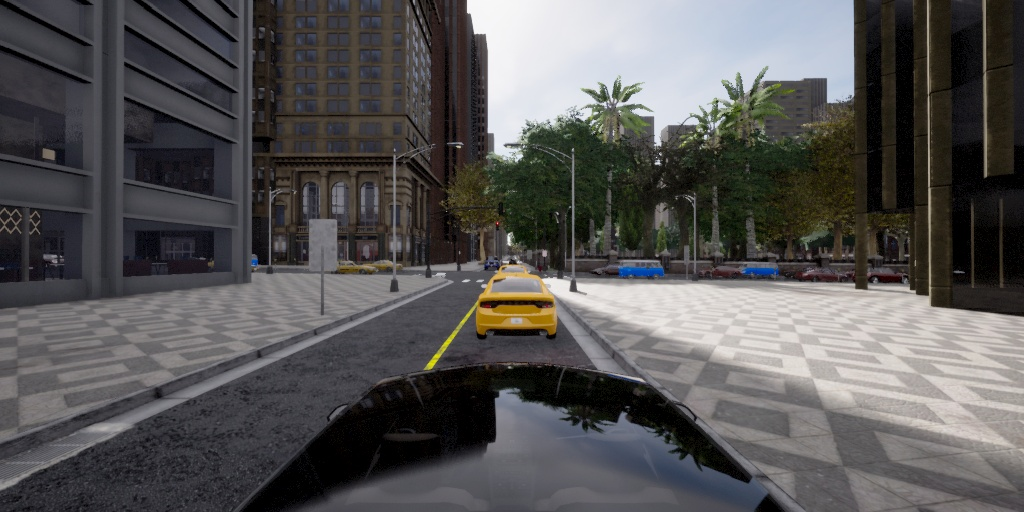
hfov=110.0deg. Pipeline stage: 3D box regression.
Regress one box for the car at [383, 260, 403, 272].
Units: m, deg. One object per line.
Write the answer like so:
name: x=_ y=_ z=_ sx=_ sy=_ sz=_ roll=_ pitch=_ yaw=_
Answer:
car: x=-15.270 y=1.102 z=41.860 sx=4.829 sy=1.417 sz=1.751 roll=0 pitch=0 yaw=0

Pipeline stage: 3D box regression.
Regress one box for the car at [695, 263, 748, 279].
car: x=22.402 y=1.706 z=38.964 sx=4.674 sy=1.442 sz=1.812 roll=1 pitch=0 yaw=0

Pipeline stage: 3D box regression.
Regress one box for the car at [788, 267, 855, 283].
car: x=28.513 y=1.830 z=33.061 sx=4.207 sy=1.307 sz=1.802 roll=0 pitch=0 yaw=0

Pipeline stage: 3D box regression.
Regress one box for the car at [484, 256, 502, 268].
car: x=-2.973 y=1.036 z=54.571 sx=2.150 sy=2.045 sz=5.566 roll=0 pitch=0 yaw=0

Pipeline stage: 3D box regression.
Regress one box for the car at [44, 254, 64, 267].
car: x=-43.496 y=0.509 z=33.511 sx=4.097 sy=1.591 sz=1.967 roll=0 pitch=0 yaw=0

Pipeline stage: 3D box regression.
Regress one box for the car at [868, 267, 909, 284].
car: x=34.037 y=1.778 z=33.027 sx=4.097 sy=1.591 sz=1.967 roll=0 pitch=0 yaw=0

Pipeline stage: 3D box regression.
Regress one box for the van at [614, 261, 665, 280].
van: x=11.943 y=1.315 z=33.165 sx=3.998 sy=1.789 sz=1.690 roll=0 pitch=0 yaw=0

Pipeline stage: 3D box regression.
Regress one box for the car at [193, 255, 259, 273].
car: x=-26.314 y=0.868 z=33.404 sx=4.829 sy=1.417 sz=1.751 roll=0 pitch=0 yaw=0

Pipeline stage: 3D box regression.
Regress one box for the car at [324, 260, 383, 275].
car: x=-14.974 y=1.053 z=33.333 sx=4.829 sy=1.417 sz=1.751 roll=0 pitch=0 yaw=0

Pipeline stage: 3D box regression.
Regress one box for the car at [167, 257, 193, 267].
car: x=-37.780 y=0.775 z=42.001 sx=4.313 sy=1.339 sz=1.948 roll=0 pitch=0 yaw=0

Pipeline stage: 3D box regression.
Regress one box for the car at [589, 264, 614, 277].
car: x=11.262 y=1.544 z=39.035 sx=5.357 sy=1.411 sz=2.033 roll=1 pitch=0 yaw=0

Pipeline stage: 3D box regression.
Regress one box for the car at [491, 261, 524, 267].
car: x=0.043 y=1.235 z=20.177 sx=1.882 sy=1.535 sz=5.008 roll=0 pitch=0 yaw=0

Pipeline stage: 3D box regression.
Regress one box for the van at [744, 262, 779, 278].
van: x=28.555 y=1.637 z=41.587 sx=3.998 sy=1.789 sz=1.690 roll=0 pitch=0 yaw=0

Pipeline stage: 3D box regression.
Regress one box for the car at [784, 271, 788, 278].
car: x=33.047 y=1.903 z=38.889 sx=5.357 sy=1.411 sz=2.033 roll=1 pitch=0 yaw=1

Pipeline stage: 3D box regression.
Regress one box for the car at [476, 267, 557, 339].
car: x=0.112 y=1.230 z=10.116 sx=1.882 sy=1.535 sz=5.008 roll=0 pitch=0 yaw=0
